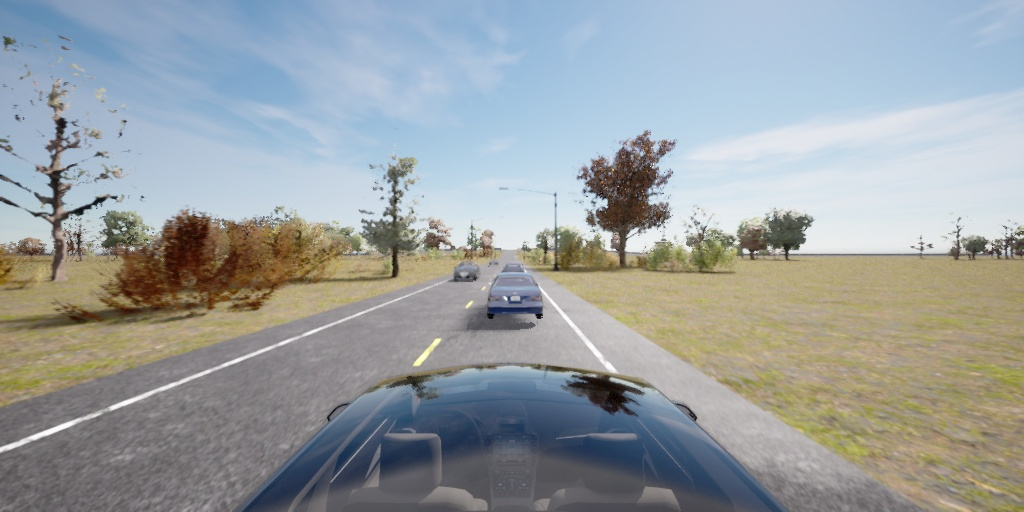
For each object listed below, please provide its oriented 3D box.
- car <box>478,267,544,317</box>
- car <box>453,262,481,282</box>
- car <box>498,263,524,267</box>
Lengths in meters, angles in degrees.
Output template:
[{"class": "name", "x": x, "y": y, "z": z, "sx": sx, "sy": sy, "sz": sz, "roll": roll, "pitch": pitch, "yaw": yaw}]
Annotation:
[{"class": "car", "x": 0.097, "y": 1.296, "z": 13.018, "sx": 2.033, "sy": 1.411, "sz": 5.357, "roll": 0, "pitch": 0, "yaw": 0}, {"class": "car", "x": -3.604, "y": 1.235, "z": 29.264, "sx": 2.128, "sy": 1.511, "sz": 4.902, "roll": 0, "pitch": 0, "yaw": 0}, {"class": "car", "x": 0.090, "y": 1.307, "z": 31.094, "sx": 1.994, "sy": 1.385, "sz": 4.181, "roll": 0, "pitch": 0, "yaw": 0}]
